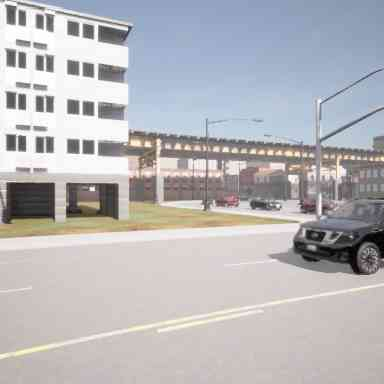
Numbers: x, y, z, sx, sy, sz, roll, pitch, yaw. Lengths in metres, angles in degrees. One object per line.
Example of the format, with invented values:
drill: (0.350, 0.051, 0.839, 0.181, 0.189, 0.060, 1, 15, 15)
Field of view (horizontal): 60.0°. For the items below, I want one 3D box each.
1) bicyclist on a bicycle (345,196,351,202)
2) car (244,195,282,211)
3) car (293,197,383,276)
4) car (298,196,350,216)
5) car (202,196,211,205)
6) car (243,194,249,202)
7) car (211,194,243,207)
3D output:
bicyclist on a bicycle: (20.303, 1.303, 43.336, 1.656, 1.620, 0.582, 0, 0, -25)
car: (9.116, 1.491, 41.354, 2.128, 1.511, 4.902, 0, 0, -25)
car: (5.877, 1.221, 10.577, 5.566, 2.045, 2.150, 0, 0, -25)
car: (13.001, 1.352, 33.090, 2.097, 1.767, 4.553, 0, 0, -25)
car: (2.746, 1.505, 59.893, 1.837, 1.490, 4.892, 0, 0, -1)
car: (11.447, 1.525, 75.426, 2.128, 1.511, 4.902, 0, 0, 41)
car: (5.219, 1.478, 50.086, 1.882, 1.535, 5.008, 0, 0, -22)
